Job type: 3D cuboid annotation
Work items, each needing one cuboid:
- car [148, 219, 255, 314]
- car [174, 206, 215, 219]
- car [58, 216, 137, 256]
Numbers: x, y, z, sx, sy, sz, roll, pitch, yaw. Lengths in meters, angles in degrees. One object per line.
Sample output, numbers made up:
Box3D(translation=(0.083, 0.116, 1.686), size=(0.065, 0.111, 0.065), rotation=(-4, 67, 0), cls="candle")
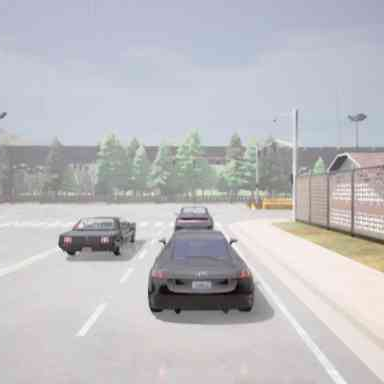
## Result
Box3D(translation=(0.147, 1.551, 7.676), size=(1.994, 1.385, 4.181), rotation=(0, 0, -1), cls="car")
Box3D(translation=(0.118, 1.465, 16.579), size=(2.128, 1.511, 4.902), rotation=(0, 0, 1), cls="car")
Box3D(translation=(-3.399, 1.580, 12.996), size=(1.895, 1.301, 4.718), rotation=(0, 0, 0), cls="car")
